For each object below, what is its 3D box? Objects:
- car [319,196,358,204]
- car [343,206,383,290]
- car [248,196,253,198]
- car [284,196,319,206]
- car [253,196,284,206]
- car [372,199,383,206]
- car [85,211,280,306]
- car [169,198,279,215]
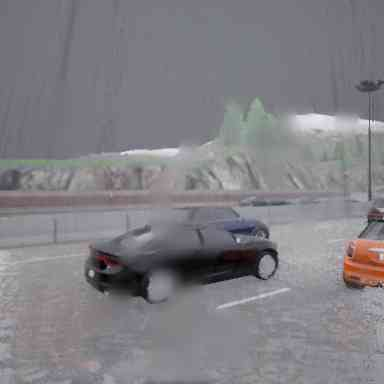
[{"bbox_3d":[16.909,1.262,37.721,5.008,1.535,1.882,0,0,-37],"label":"car"},{"bbox_3d":[5.566,1.297,7.733,4.553,1.767,2.097,0,0,-35],"label":"car"},{"bbox_3d":[8.362,1.307,44.426,4.892,1.490,1.837,-1,0,-36],"label":"car"},{"bbox_3d":[13.544,1.300,39.574,4.892,1.490,1.837,0,0,-37],"label":"car"},{"bbox_3d":[10.225,1.405,41.440,4.718,1.301,1.895,0,0,-36],"label":"car"},{"bbox_3d":[13.685,1.206,22.124,4.553,1.767,2.097,0,0,-35],"label":"car"},{"bbox_3d":[0.016,1.450,8.095,5.008,1.535,1.882,-1,0,-35],"label":"car"},{"bbox_3d":[0.964,1.301,13.051,4.553,1.767,2.097,0,0,-35],"label":"car"}]
